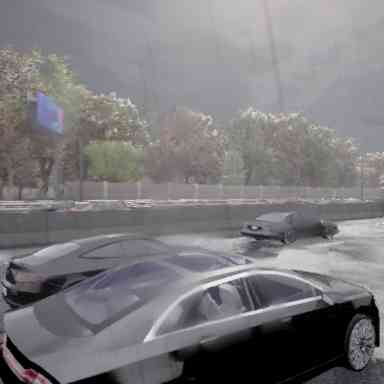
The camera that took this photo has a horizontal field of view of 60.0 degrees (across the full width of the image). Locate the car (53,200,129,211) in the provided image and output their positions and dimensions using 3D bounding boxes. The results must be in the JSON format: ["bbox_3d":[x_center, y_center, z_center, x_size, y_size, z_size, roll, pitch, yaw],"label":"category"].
[{"bbox_3d":[-6.036,1.376,21.180,4.553,1.767,2.097,0,0,-35],"label":"car"}]

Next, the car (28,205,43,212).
[{"bbox_3d":[-11.990,1.517,29.831,4.902,1.511,2.128,0,0,-35],"label":"car"}]

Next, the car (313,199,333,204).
[{"bbox_3d":[17.009,1.641,41.878,5.008,1.535,1.882,0,0,-35],"label":"car"}]

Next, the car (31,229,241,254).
[{"bbox_3d":[-1.351,1.535,7.100,4.674,1.442,1.812,0,0,-36],"label":"car"}]

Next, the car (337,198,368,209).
[{"bbox_3d":[25.099,1.729,51.919,4.902,1.511,2.128,0,0,-35],"label":"car"}]

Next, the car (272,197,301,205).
[{"bbox_3d":[13.719,1.522,48.120,4.553,1.767,2.097,1,0,-35],"label":"car"}]

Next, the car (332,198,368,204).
[{"bbox_3d":[19.040,1.641,39.029,5.008,1.535,1.882,0,0,-35],"label":"car"}]

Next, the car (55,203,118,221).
[{"bbox_3d":[-8.764,1.631,27.834,4.718,1.301,1.895,0,0,-35],"label":"car"}]

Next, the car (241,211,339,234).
[{"bbox_3d":[4.724,1.592,15.714,5.357,1.411,2.033,0,0,-36],"label":"car"}]

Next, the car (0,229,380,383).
[{"bbox_3d":[0.402,1.500,4.033,4.902,1.511,2.128,0,0,-36],"label":"car"}]

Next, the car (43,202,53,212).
[{"bbox_3d":[-7.911,1.551,24.128,4.674,1.442,1.812,0,0,-36],"label":"car"}]
